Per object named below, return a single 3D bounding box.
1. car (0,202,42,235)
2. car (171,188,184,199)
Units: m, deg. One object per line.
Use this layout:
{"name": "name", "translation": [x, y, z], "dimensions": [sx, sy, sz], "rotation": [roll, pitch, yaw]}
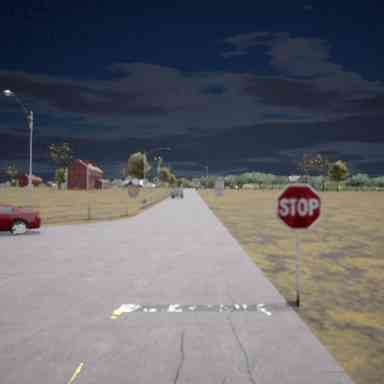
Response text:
{"name": "car", "translation": [-9.678, 1.216, 15.405], "dimensions": [5.008, 1.535, 1.882], "rotation": [2, -1, -31]}
{"name": "car", "translation": [-2.727, 0.250, 62.934], "dimensions": [2.150, 2.045, 5.566], "rotation": [0, 1, 0]}
